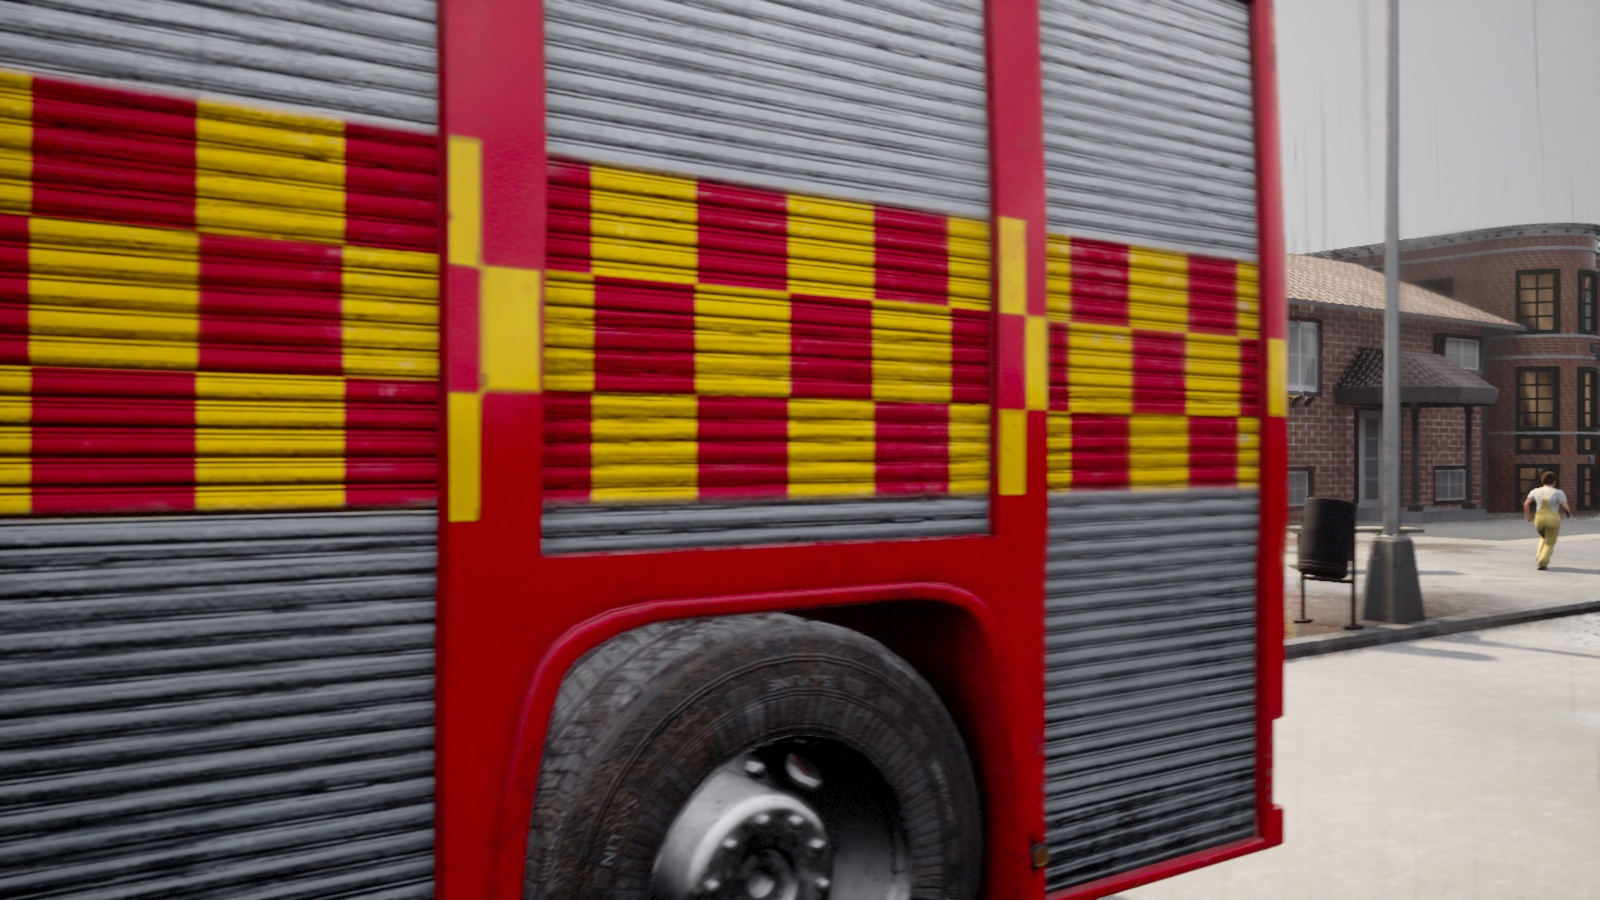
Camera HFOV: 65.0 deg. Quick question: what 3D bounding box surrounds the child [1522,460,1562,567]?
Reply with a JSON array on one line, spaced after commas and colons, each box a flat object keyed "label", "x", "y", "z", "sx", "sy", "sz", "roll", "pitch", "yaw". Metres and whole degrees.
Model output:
[{"label": "child", "x": 8.945, "y": 0.753, "z": 15.135, "sx": 0.437, "sy": 1.263, "sz": 0.270, "roll": 0, "pitch": 0, "yaw": -38}]

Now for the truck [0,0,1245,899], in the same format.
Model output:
[{"label": "truck", "x": -3.126, "y": -0.408, "z": 2.098, "sx": 8.468, "sy": 3.827, "sz": 2.891, "roll": 0, "pitch": 0, "yaw": -35}]
